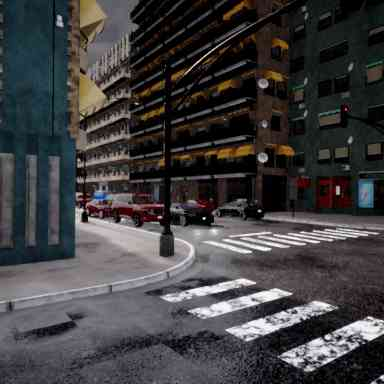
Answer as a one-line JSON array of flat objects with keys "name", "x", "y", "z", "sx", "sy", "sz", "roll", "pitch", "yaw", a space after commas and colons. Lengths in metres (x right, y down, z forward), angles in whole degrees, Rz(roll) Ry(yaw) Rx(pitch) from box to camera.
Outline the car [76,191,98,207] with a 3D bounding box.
[{"name": "car", "x": -12.086, "y": 0.948, "z": 36.918, "sx": 1.882, "sy": 1.535, "sz": 5.008, "roll": 1, "pitch": 1, "yaw": -36}]

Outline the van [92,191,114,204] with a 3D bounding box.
[{"name": "van", "x": -12.780, "y": 0.726, "z": 47.745, "sx": 1.690, "sy": 1.788, "sz": 3.998, "roll": 2, "pitch": 0, "yaw": -36}]

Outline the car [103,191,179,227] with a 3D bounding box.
[{"name": "car", "x": -3.238, "y": 1.034, "z": 20.307, "sx": 2.192, "sy": 1.841, "sz": 5.009, "roll": 2, "pitch": 0, "yaw": -36}]

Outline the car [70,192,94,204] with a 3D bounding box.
[{"name": "car", "x": -15.663, "y": 0.823, "z": 47.200, "sx": 1.882, "sy": 1.535, "sz": 5.008, "roll": 1, "pitch": 0, "yaw": -36}]

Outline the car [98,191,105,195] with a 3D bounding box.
[{"name": "car", "x": -6.048, "y": 0.971, "z": 28.573, "sx": 2.097, "sy": 1.767, "sz": 4.553, "roll": 1, "pitch": 0, "yaw": -36}]

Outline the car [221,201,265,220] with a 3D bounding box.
[{"name": "car", "x": 3.562, "y": 1.353, "z": 25.194, "sx": 1.947, "sy": 1.339, "sz": 4.313, "roll": 2, "pitch": 0, "yaw": -36}]

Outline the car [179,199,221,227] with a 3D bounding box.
[{"name": "car", "x": -0.460, "y": 1.321, "z": 20.855, "sx": 1.994, "sy": 1.385, "sz": 4.181, "roll": 1, "pitch": 0, "yaw": -36}]

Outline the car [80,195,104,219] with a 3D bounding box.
[{"name": "car", "x": -6.515, "y": 1.183, "z": 24.817, "sx": 1.887, "sy": 1.381, "sz": 4.507, "roll": 2, "pitch": 0, "yaw": -36}]

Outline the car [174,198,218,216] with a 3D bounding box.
[{"name": "car", "x": 0.292, "y": 1.288, "z": 29.704, "sx": 1.802, "sy": 1.307, "sz": 4.206, "roll": 2, "pitch": 0, "yaw": -36}]

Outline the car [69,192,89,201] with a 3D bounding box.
[{"name": "car", "x": -19.323, "y": 0.769, "z": 56.764, "sx": 1.887, "sy": 1.381, "sz": 4.507, "roll": 2, "pitch": 0, "yaw": -36}]
